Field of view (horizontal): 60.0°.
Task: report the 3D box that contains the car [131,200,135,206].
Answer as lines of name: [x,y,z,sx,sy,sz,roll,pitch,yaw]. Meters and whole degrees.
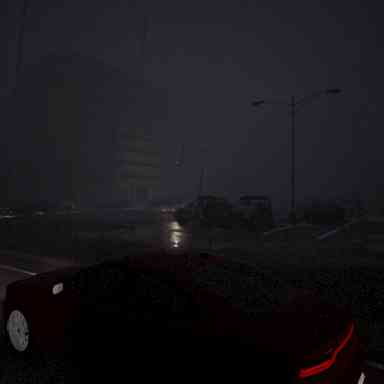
car: [-10.521,1.547,47.890,2.033,1.411,5.357,0,0,33]

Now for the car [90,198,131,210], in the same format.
car: [-10.388,1.601,41.808,1.895,1.301,4.718,0,0,34]

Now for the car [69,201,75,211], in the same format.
car: [-16.182,1.526,39.434,1.812,1.442,4.674,0,0,34]

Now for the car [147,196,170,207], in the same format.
car: [-4.715,1.492,50.239,2.128,1.511,4.902,0,0,34]

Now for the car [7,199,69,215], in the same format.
car: [-15.730,1.547,33.846,2.033,1.411,5.357,0,0,34]

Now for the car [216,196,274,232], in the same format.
car: [3.306,1.156,19.066,1.905,1.878,3.866,0,0,34]

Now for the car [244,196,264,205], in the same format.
car: [11.491,1.526,61.506,1.812,1.442,4.674,0,0,34]

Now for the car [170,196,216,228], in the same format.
car: [0.939,1.153,20.732,1.932,1.855,4.605,0,0,34]

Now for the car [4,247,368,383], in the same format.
car: [-0.533,1.478,4.369,5.008,1.535,1.882,0,0,35]

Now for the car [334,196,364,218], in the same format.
car: [15.329,1.395,32.023,1.970,1.475,3.806,0,0,34]

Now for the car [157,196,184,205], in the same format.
car: [-3.652,1.491,58.037,2.128,1.511,4.902,0,0,34]
